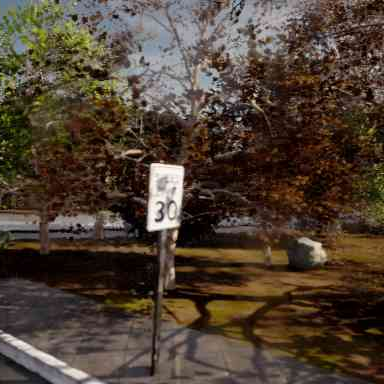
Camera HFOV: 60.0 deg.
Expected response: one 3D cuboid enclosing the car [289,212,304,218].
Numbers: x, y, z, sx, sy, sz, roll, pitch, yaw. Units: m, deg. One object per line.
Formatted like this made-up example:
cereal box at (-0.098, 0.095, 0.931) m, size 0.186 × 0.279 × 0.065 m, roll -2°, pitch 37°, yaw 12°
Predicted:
car at (11.875, 2.069, 36.108) m, size 4.181 × 1.385 × 1.994 m, roll 1°, pitch 3°, yaw -42°
